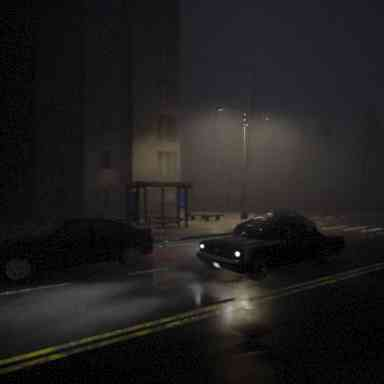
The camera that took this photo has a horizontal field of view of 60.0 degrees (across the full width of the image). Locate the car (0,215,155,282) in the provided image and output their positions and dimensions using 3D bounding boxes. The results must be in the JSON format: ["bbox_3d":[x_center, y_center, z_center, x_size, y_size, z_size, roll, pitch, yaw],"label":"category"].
[{"bbox_3d":[-3.548,1.478,9.991,5.008,1.535,1.882,0,0,-35],"label":"car"}]

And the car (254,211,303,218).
[{"bbox_3d":[3.876,1.563,15.235,4.181,1.385,1.994,0,0,-36],"label":"car"}]

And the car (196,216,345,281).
[{"bbox_3d":[2.458,1.601,9.975,4.718,1.301,1.895,0,0,-35],"label":"car"}]
